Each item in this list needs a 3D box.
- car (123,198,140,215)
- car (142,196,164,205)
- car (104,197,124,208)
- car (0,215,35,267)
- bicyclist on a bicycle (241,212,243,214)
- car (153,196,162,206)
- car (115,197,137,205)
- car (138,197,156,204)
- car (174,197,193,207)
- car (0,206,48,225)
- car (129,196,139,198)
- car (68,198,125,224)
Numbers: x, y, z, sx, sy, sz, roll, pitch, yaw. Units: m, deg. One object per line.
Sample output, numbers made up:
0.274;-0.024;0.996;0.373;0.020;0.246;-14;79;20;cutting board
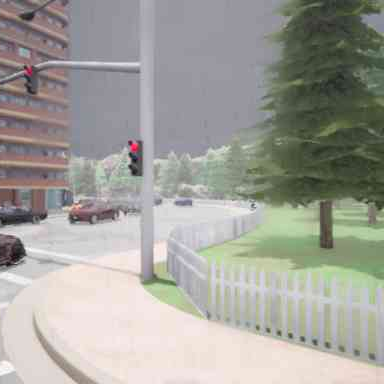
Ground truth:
-5.660;1.605;33.991;1.994;1.385;4.181;0;0;4;car
-7.690;1.596;64.520;1.882;1.535;5.008;0;0;-38;car
-11.923;1.592;50.848;2.128;1.511;4.902;0;0;-24;car
-6.292;1.578;8.863;1.994;1.385;4.181;-1;0;1;car
5.301;1.298;30.478;1.656;1.620;0.582;0;0;7;bicyclist on a bicycle
-7.158;1.591;57.055;2.128;1.511;4.902;0;0;-28;car
-13.071;1.739;65.582;4.718;1.301;1.895;0;0;44;car
-6.011;1.663;42.854;1.895;1.301;4.718;0;0;-10;car
-1.479;1.550;53.240;1.882;1.535;5.008;0;0;-20;car
-12.162;1.636;22.275;1.895;1.301;4.718;0;0;23;car
-8.906;1.446;52.566;2.097;1.767;4.553;0;0;-24;car
-7.320;1.504;25.153;1.882;1.535;5.008;0;0;15;car
